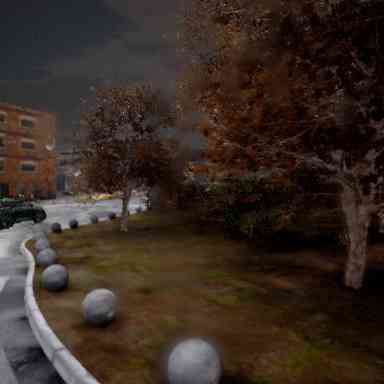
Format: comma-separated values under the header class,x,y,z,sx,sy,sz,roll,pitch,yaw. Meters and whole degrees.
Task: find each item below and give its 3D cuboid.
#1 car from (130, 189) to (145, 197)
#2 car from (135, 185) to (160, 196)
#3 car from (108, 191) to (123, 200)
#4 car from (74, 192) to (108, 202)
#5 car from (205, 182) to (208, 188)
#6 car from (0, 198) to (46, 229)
class,x,y,z,sx,sy,sz,roll,pitch,yaw
car,-11.345,0.189,61.845,1.946,1.575,5.366,-1,3,25
car,-8.889,-0.368,67.085,2.435,2.045,5.566,-1,3,25
car,-13.686,0.483,56.849,1.946,1.575,5.366,-1,3,25
car,-16.035,0.780,51.859,1.946,1.575,5.366,-1,3,25
car,2.816,-1.839,92.064,2.435,2.045,5.566,-1,3,25
car,-13.050,1.471,24.029,2.150,2.045,5.566,-1,1,11
